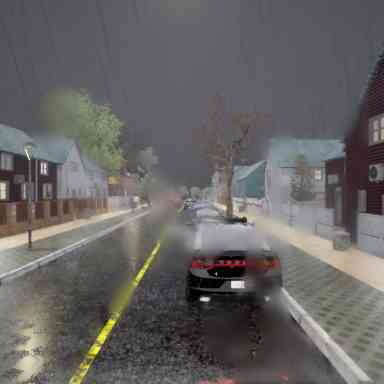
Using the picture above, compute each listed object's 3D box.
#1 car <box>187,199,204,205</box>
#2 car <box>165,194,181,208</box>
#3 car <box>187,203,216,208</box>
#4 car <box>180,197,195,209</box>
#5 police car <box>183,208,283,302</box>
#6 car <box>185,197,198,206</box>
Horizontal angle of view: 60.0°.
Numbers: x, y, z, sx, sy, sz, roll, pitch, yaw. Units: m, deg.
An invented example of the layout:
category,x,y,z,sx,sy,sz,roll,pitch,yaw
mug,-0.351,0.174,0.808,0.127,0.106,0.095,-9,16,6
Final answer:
category,x,y,z,sx,sy,sz,roll,pitch,yaw
car,0.774,1.500,24.324,1.882,1.535,5.008,0,0,0
car,-2.857,1.358,50.616,2.150,2.045,5.566,0,0,0
car,0.786,1.536,18.323,1.812,1.442,4.674,0,0,0
car,-0.075,1.595,44.909,2.128,1.511,4.902,0,0,1
police car,0.807,1.426,8.432,1.930,1.638,5.238,0,0,0
car,-0.123,1.679,58.096,2.128,1.511,4.902,0,0,0
